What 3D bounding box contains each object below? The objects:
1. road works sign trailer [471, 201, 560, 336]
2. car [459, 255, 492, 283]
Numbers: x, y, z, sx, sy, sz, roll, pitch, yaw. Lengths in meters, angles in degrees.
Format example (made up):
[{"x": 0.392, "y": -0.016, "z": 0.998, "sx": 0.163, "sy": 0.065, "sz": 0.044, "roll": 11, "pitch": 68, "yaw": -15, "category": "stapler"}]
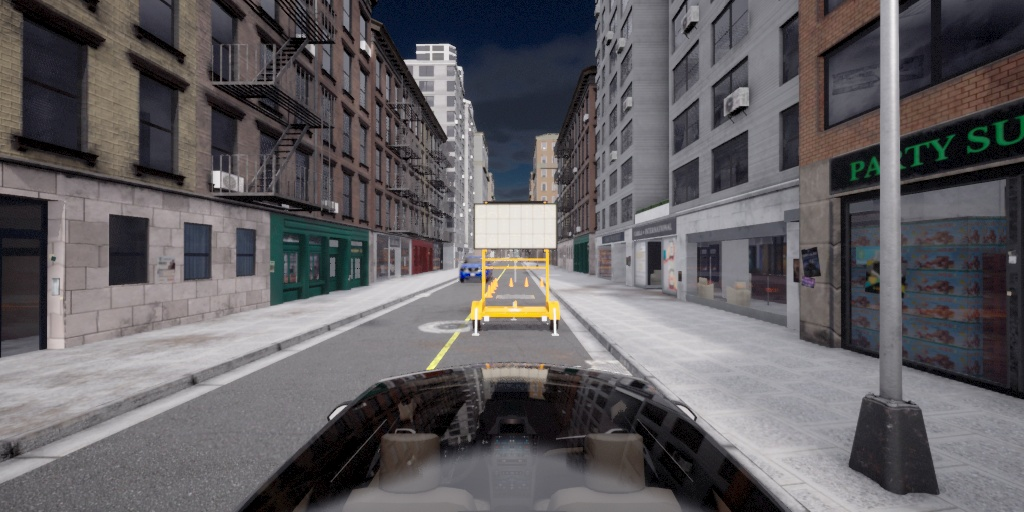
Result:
[{"x": 0.102, "y": 0.214, "z": 10.421, "sx": 2.380, "sy": 3.560, "sz": 2.880, "roll": 0, "pitch": 0, "yaw": 1, "category": "road works sign trailer"}, {"x": -2.733, "y": 0.966, "z": 28.099, "sx": 2.150, "sy": 2.045, "sz": 5.566, "roll": 0, "pitch": 0, "yaw": 1, "category": "car"}]
